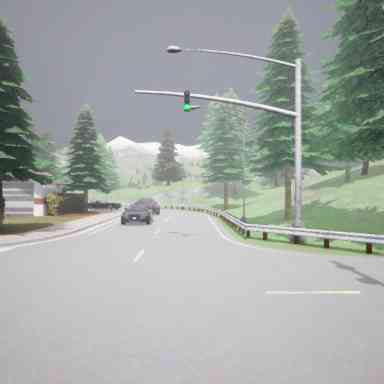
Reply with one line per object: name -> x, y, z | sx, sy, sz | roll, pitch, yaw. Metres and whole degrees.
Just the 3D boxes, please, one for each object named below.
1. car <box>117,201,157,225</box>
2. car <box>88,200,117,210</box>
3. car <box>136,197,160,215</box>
car -> -3.898, 1.564, 24.162 | 1.994, 1.385, 4.181 | 0, 0, -2
car -> -11.244, 1.607, 41.717 | 4.718, 1.301, 1.895 | 0, 0, 14
car -> -4.697, 1.352, 33.955 | 2.097, 1.767, 4.553 | 0, 0, -19
